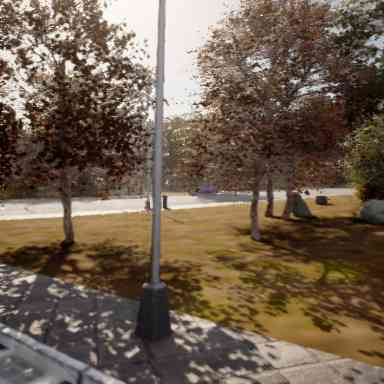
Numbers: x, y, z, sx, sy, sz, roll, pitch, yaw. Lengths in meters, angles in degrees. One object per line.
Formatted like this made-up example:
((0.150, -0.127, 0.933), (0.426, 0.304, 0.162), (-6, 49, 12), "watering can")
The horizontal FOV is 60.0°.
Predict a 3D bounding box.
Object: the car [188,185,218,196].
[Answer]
((1.665, -0.212, 48.676), (4.674, 1.442, 1.812), (-3, 3, -29), "car")
